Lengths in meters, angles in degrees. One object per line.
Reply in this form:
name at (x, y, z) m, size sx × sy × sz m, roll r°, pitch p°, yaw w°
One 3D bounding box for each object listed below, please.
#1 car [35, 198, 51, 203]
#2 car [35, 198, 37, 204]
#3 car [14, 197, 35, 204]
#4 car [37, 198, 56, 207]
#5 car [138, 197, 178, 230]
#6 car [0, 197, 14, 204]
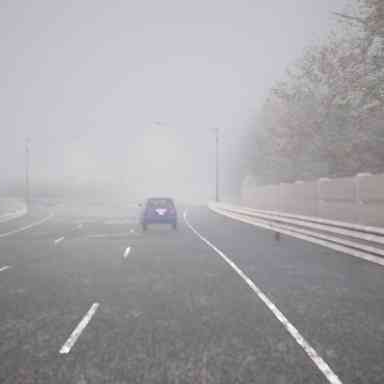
car at (-37.740, 2.189, 84.365) m, size 4.718 × 1.301 × 1.895 m, roll -1°, pitch 0°, yaw 40°
car at (-39.949, 1.957, 81.659) m, size 4.553 × 1.767 × 2.097 m, roll -1°, pitch 0°, yaw 40°
car at (-37.721, 1.877, 74.709) m, size 1.837 × 1.490 × 4.892 m, roll 0°, pitch 0°, yaw -45°
car at (-26.679, 2.036, 61.440) m, size 1.895 × 1.301 × 4.718 m, roll 0°, pitch 0°, yaw -36°
car at (-2.330, 1.333, 22.144) m, size 2.150 × 2.045 × 5.566 m, roll 0°, pitch 0°, yaw -11°
car at (-44.623, 2.111, 81.119) m, size 5.008 × 1.535 × 1.882 m, roll -1°, pitch 0°, yaw 40°
